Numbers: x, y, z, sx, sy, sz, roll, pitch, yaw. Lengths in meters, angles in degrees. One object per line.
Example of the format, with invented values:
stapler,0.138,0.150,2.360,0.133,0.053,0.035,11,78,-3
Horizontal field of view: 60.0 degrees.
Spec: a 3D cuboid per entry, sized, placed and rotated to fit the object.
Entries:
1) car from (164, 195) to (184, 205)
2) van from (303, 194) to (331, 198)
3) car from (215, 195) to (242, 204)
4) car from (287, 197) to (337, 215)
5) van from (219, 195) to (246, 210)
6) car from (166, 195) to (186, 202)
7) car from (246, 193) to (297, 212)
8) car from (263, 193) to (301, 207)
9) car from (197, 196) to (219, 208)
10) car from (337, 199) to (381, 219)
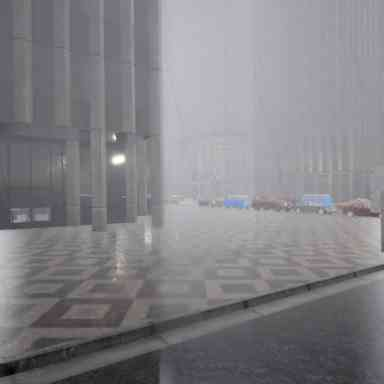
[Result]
car,-3.878,1.437,55.810,2.008,1.369,4.403,-1,1,-36
van,15.933,1.176,42.795,1.690,1.788,3.998,-1,1,-36
car,6.188,1.294,56.413,1.752,1.417,4.829,-1,1,-36
car,12.210,1.547,33.351,2.008,1.369,4.403,-1,1,-36
van,5.773,1.292,42.333,1.690,1.788,3.998,-1,1,-36
car,-3.360,1.254,69.753,2.008,1.369,4.403,-1,1,-36
car,8.991,1.288,37.840,2.192,1.841,5.009,-1,1,-36
car,12.716,1.127,47.288,2.192,1.841,5.009,-1,1,-36
car,2.556,1.369,46.825,1.967,1.590,4.097,-1,1,-36
car,15.428,1.565,28.859,1.887,1.381,4.507,-1,1,-36
